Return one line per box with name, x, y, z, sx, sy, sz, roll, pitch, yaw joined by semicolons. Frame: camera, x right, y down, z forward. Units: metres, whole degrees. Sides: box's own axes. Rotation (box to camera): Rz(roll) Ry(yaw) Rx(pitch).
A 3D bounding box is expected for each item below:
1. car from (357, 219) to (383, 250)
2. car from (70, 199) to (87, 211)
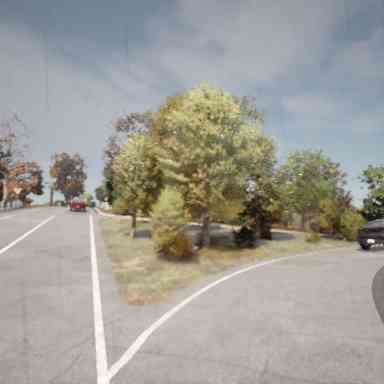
car;10.263;2.114;16.848;4.892;1.490;1.837;2;-7;-35
car;-14.758;1.660;43.300;1.882;1.535;5.008;3;-2;-17
